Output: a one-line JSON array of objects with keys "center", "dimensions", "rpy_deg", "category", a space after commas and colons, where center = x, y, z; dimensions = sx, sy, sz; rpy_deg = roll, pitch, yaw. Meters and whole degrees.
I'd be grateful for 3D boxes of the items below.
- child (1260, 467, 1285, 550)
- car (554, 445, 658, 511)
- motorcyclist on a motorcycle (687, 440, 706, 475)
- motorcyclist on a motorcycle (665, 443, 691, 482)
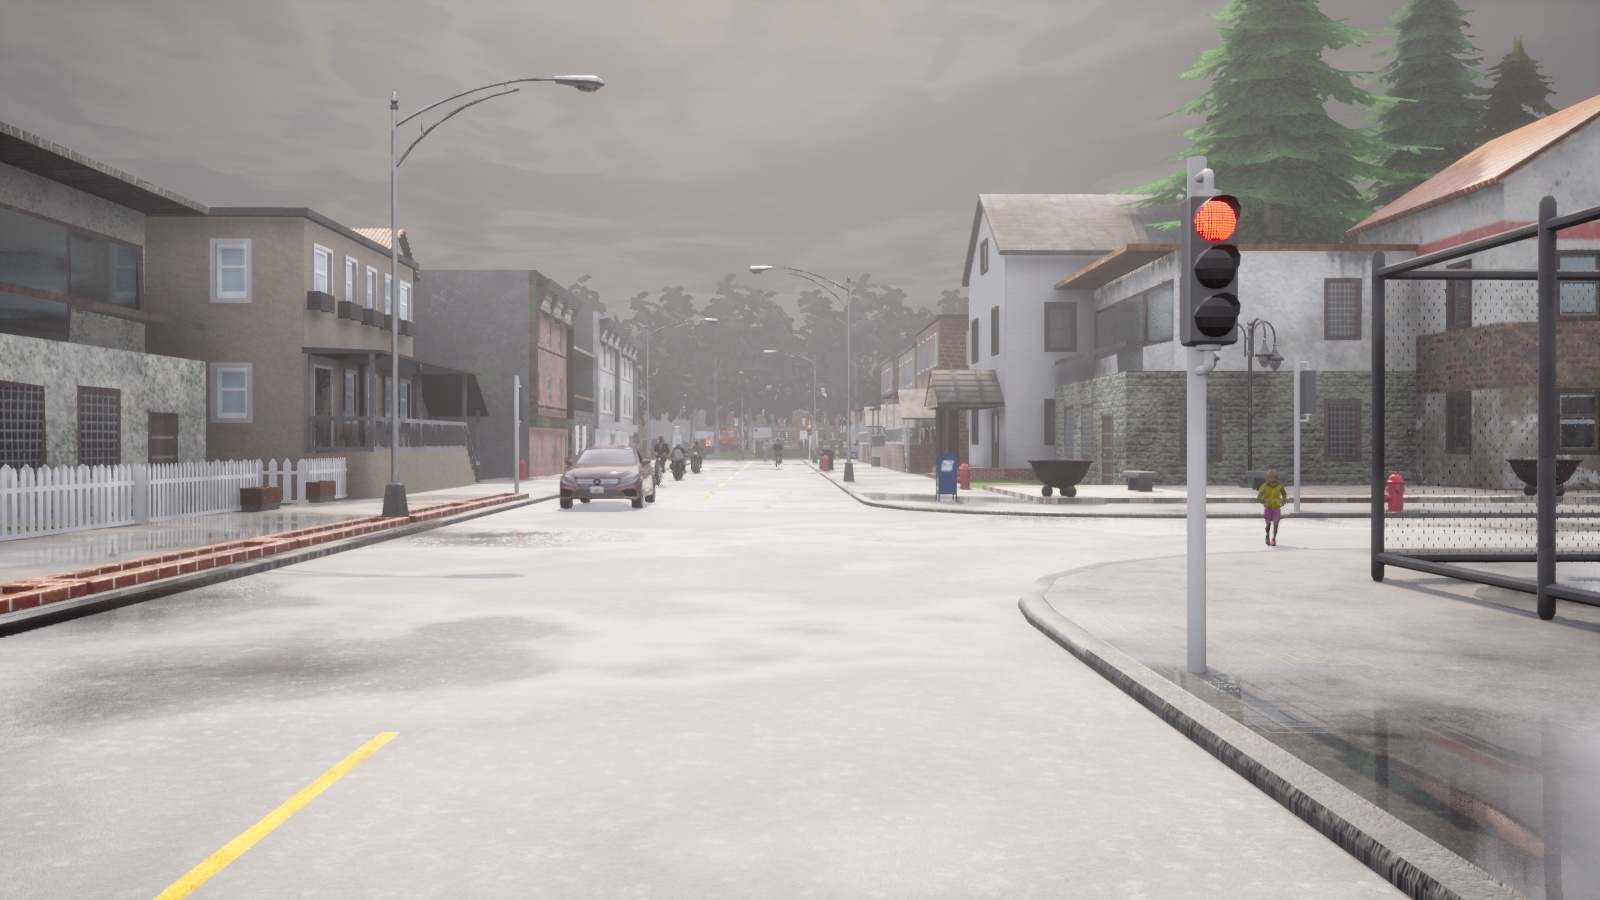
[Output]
[{"center": [6.734, 0.821, 17.895], "dimensions": [0.299, 1.160, 0.473], "rpy_deg": [0, 0, 17], "category": "child"}, {"center": [-4.496, 0.601, 29.748], "dimensions": [1.812, 1.442, 4.674], "rpy_deg": [0, 0, -1], "category": "car"}, {"center": [-5.069, 0.346, 61.471], "dimensions": [0.766, 1.649, 2.350], "rpy_deg": [0, 1, -1], "category": "motorcyclist on a motorcycle"}, {"center": [-4.867, 0.494, 50.235], "dimensions": [0.866, 1.530, 2.191], "rpy_deg": [0, 0, -1], "category": "motorcyclist on a motorcycle"}]
